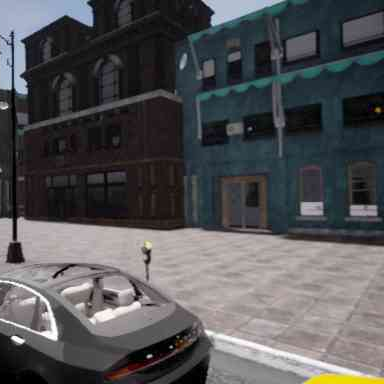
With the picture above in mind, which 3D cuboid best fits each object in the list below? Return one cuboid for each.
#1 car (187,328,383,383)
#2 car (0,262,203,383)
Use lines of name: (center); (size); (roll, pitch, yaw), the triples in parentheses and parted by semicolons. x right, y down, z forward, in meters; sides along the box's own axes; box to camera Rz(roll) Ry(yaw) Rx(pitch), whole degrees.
car: (2.461, 1.510, 1.134); (4.829, 1.417, 1.752); (-1, -1, 36)
car: (-1.860, 1.592, 4.216); (4.403, 1.369, 2.008); (-1, -1, 36)
